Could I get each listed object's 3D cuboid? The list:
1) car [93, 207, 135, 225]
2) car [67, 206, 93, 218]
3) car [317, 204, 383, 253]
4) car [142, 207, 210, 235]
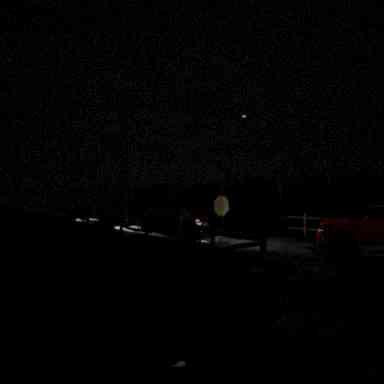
[{"bbox_3d":[-6.733,2.074,29.532,2.128,1.511,4.902,2,-2,-35],"label":"car"},{"bbox_3d":[-13.041,2.297,38.748,2.033,1.411,5.357,2,-2,-34],"label":"car"},{"bbox_3d":[8.243,1.518,14.070,5.566,2.045,2.150,-1,-2,23],"label":"car"},{"bbox_3d":[-0.829,1.755,20.596,4.553,1.767,2.097,0,-2,31],"label":"car"}]
